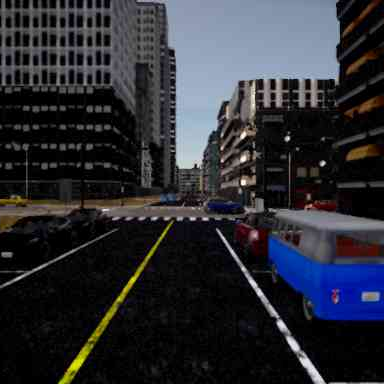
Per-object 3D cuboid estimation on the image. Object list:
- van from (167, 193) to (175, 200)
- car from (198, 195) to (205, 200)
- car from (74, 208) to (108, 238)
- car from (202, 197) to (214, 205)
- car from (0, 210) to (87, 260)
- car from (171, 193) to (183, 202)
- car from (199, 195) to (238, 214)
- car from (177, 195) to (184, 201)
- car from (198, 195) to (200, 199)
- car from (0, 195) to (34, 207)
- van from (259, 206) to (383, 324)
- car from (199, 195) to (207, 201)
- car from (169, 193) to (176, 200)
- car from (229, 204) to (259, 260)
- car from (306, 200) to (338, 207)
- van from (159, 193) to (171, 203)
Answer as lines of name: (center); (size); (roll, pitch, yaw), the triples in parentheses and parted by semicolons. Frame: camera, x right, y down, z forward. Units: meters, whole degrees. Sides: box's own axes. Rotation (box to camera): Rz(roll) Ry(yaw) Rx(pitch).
van: (-5.674, 1.283, 89.880); (1.690, 1.788, 3.998); (0, 0, 0)
car: (2.708, 1.485, 95.533); (1.887, 1.381, 4.507); (0, 0, 0)
car: (-5.689, 1.550, 17.652); (1.947, 1.339, 4.313); (0, 0, 0)
car: (2.700, 1.523, 57.295); (1.947, 1.339, 4.313); (0, 0, 0)
car: (-5.690, 1.555, 12.406); (1.947, 1.339, 4.313); (0, 0, 0)
car: (-2.985, 1.475, 71.686); (2.128, 1.511, 4.902); (0, 0, 0)
car: (3.324, 1.416, 35.253); (4.553, 1.767, 2.097); (1, 0, -1)
car: (-2.982, 1.524, 87.300); (1.895, 1.301, 4.718); (0, 0, 0)
car: (2.702, 1.497, 67.262); (1.887, 1.381, 4.507); (0, 0, 0)
car: (-22.023, 1.094, 40.764); (4.829, 1.417, 1.752); (1, -1, -1)
van: (2.689, 1.335, 6.854); (1.690, 1.788, 3.998); (0, 0, 0)
car: (2.706, 1.495, 84.225); (2.008, 1.369, 4.403); (0, 0, 0)
car: (-5.673, 1.284, 95.430); (1.690, 1.788, 3.998); (0, 0, 0)
car: (2.690, 1.429, 12.405); (1.967, 1.590, 4.097); (0, 0, 0)
car: (16.036, 1.725, 41.100); (4.097, 1.590, 1.967); (1, -1, -1)
van: (-5.679, 1.293, 67.263); (1.690, 1.788, 3.998); (0, 0, 0)
